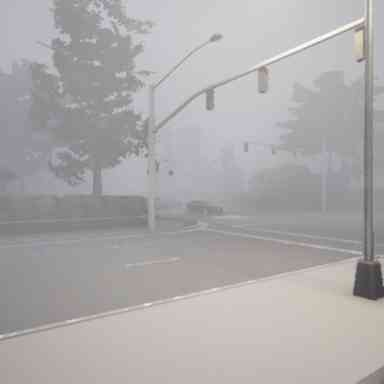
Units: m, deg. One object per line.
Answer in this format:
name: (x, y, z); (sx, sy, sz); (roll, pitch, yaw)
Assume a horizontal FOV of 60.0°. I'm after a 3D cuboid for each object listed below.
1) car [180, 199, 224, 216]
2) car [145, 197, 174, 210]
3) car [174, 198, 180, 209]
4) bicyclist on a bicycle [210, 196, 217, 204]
car: (1.188, 1.525, 33.526); (1.837, 1.490, 4.892); (0, 0, -36)
car: (-4.676, 1.373, 41.597); (2.097, 1.767, 4.553); (0, 0, -36)
car: (-3.350, 1.516, 46.066); (2.128, 1.511, 4.902); (0, 0, -36)
bicyclist on a bicycle: (3.044, 1.334, 48.806); (1.656, 1.620, 0.582); (0, 0, -36)
